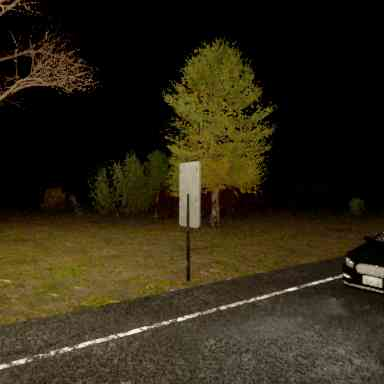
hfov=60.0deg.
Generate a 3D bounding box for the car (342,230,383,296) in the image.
[{"bbox_3d":[5.535,1.492,7.962,4.902,1.511,2.128,0,0,-36],"label":"car"}]
